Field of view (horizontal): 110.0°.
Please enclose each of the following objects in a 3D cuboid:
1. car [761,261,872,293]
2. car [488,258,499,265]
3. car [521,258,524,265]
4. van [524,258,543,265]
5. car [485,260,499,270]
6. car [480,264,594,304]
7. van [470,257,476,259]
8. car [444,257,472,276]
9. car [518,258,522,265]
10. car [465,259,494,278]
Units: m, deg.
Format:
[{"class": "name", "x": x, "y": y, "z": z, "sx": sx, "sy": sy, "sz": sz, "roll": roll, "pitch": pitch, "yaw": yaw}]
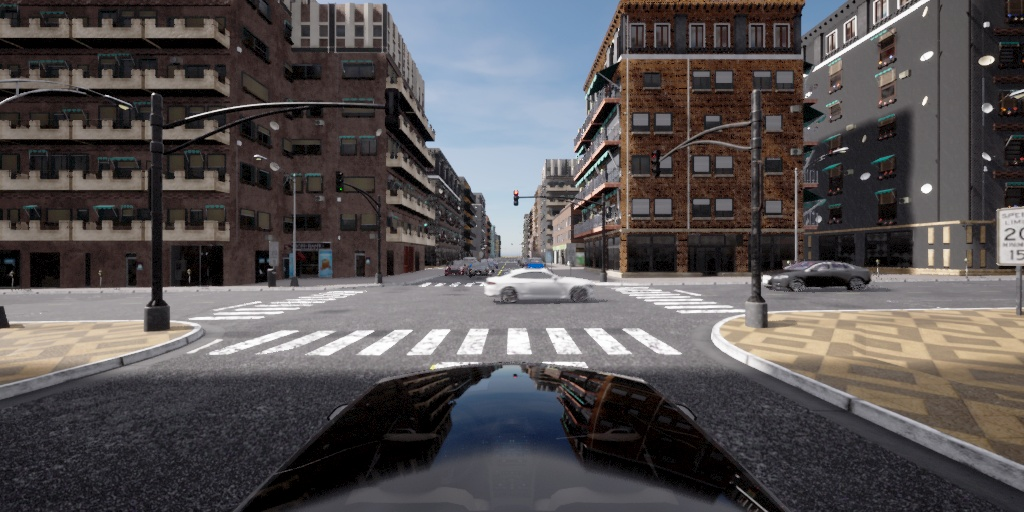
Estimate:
[{"class": "car", "x": 15.387, "y": 1.009, "z": 18.343, "sx": 4.902, "sy": 1.511, "sz": 2.128, "roll": -1, "pitch": 0, "yaw": 0}, {"class": "car", "x": -2.951, "y": 1.285, "z": 43.073, "sx": 2.033, "sy": 1.411, "sz": 5.357, "roll": 0, "pitch": 0, "yaw": -1}, {"class": "car", "x": 2.552, "y": 1.281, "z": 47.065, "sx": 1.888, "sy": 1.381, "sz": 4.507, "roll": 0, "pitch": 0, "yaw": 0}, {"class": "van", "x": 2.602, "y": 1.079, "z": 40.861, "sx": 1.690, "sy": 1.789, "sz": 3.998, "roll": 0, "pitch": 0, "yaw": 0}, {"class": "car", "x": -2.958, "y": 1.334, "z": 53.364, "sx": 1.895, "sy": 1.301, "sz": 4.718, "roll": 0, "pitch": 0, "yaw": 0}, {"class": "car", "x": 1.160, "y": 1.241, "z": 15.454, "sx": 4.674, "sy": 1.442, "sz": 1.812, "roll": -1, "pitch": 0, "yaw": 0}, {"class": "van", "x": -5.517, "y": 1.076, "z": 47.046, "sx": 1.690, "sy": 1.789, "sz": 3.998, "roll": 0, "pitch": 0, "yaw": 0}, {"class": "car", "x": -5.525, "y": 1.180, "z": 35.882, "sx": 1.967, "sy": 1.591, "sz": 4.097, "roll": 0, "pitch": 0, "yaw": 0}, {"class": "car", "x": 2.434, "y": 1.297, "z": 58.227, "sx": 1.948, "sy": 1.339, "sz": 4.313, "roll": 0, "pitch": 0, "yaw": 0}, {"class": "car", "x": -2.921, "y": 1.246, "z": 33.172, "sx": 1.837, "sy": 1.490, "sz": 4.892, "roll": 0, "pitch": 0, "yaw": 0}]
